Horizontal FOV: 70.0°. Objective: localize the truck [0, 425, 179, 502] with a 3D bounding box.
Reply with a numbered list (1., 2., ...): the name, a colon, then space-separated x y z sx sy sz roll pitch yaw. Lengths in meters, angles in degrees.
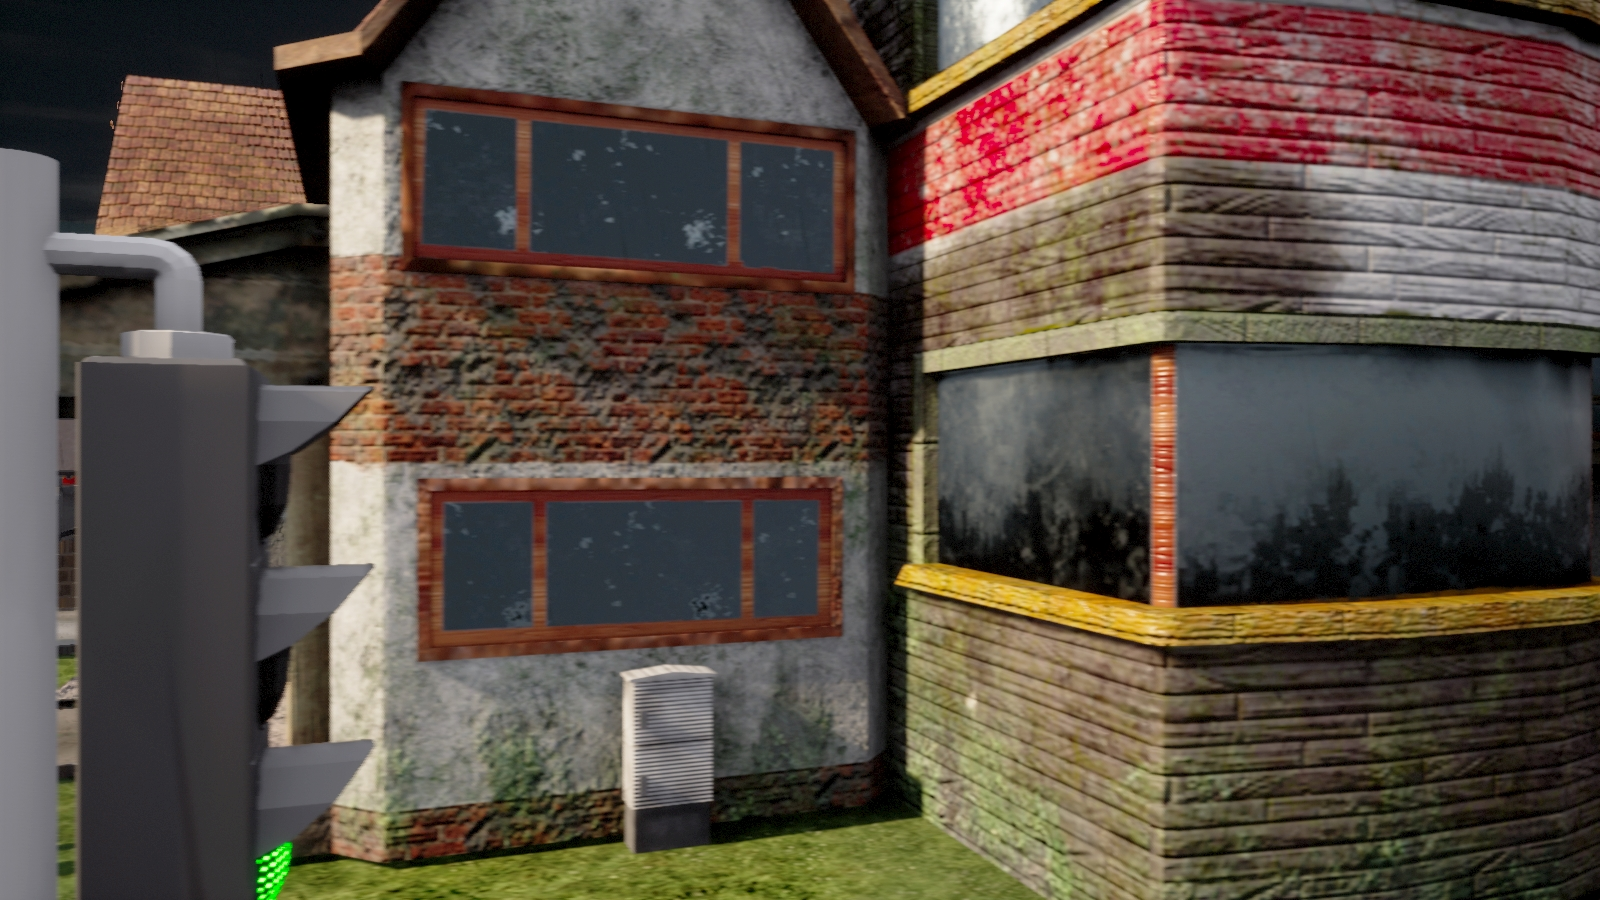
1. truck: -36.617 0.661 58.365 8.468 3.827 2.891 0 0 7
